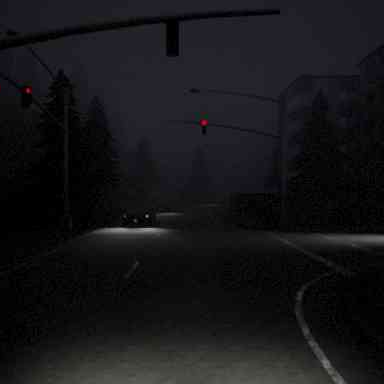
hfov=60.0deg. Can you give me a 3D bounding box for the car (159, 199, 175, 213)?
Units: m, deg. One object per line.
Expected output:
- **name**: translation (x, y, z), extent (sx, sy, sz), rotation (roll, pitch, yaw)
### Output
- **car**: translation (-3.161, 1.525, 37.601), extent (1.812, 1.442, 4.674), rotation (0, 0, 4)

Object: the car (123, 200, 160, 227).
- **car**: translation (-3.544, 1.525, 23.207), extent (1.812, 1.442, 4.674), rotation (0, 0, 0)

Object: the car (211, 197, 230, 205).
- **car**: translation (5.773, 1.546, 59.253), extent (2.033, 1.411, 5.357), rotation (0, 0, 44)
